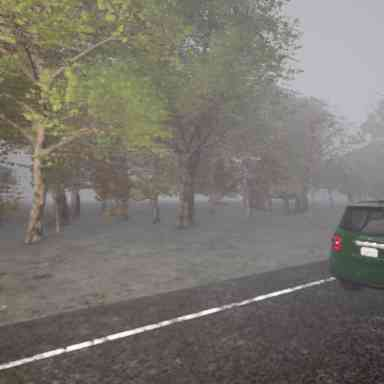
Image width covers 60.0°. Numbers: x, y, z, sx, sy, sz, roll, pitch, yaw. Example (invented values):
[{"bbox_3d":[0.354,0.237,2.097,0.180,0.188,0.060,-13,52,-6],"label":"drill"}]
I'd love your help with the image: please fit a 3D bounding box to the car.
[{"bbox_3d":[5.506,1.220,7.796,5.566,2.045,2.150,0,0,-35],"label":"car"}]
